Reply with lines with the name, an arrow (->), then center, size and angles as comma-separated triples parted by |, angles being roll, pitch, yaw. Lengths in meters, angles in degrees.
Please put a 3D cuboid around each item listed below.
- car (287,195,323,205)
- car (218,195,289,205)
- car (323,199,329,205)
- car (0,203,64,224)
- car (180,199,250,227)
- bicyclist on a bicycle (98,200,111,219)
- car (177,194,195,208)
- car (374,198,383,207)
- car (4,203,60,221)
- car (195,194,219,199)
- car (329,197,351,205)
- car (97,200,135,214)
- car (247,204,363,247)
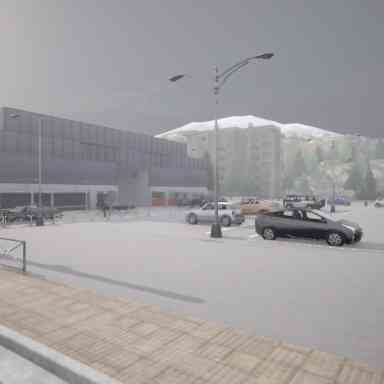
car -> 12.324, 1.269, 37.800 | 3.866, 1.878, 1.905 | 0, 0, 35
car -> 4.920, 1.345, 27.366 | 5.027, 1.636, 2.152 | 0, 0, 35
car -> 13.669, 1.289, 40.409 | 4.605, 1.855, 1.932 | 0, 0, 35
car -> -12.753, 1.777, 26.633 | 1.895, 1.301, 4.718 | 0, 0, 34
car -> 1.469, 1.424, 21.946 | 3.806, 1.475, 1.970 | 0, 0, 35
bicyclist on a bicycle -> -7.368, 1.477, 27.820 | 1.656, 1.620, 0.582 | 0, 0, 35
car -> -0.046, 1.397, 50.995 | 2.150, 2.045, 5.566 | 0, 0, 35
car -> 28.863, 1.576, 48.759 | 3.806, 1.475, 1.970 | 0, 0, 35
car -> -14.615, 1.740, 30.538 | 1.994, 1.385, 4.181 | 0, 0, 35
car -> 3.258, 1.399, 49.438 | 2.150, 2.045, 5.566 | 0, 0, 37
car -> 24.536, 1.565, 55.484 | 3.633, 1.501, 1.845 | 0, 0, 35
car -> -8.821, 1.668, 38.693 | 2.128, 1.511, 4.902 | 0, 0, 35
car -> 5.098, 1.490, 14.879 | 4.514, 1.523, 2.007 | 0, 0, 35
